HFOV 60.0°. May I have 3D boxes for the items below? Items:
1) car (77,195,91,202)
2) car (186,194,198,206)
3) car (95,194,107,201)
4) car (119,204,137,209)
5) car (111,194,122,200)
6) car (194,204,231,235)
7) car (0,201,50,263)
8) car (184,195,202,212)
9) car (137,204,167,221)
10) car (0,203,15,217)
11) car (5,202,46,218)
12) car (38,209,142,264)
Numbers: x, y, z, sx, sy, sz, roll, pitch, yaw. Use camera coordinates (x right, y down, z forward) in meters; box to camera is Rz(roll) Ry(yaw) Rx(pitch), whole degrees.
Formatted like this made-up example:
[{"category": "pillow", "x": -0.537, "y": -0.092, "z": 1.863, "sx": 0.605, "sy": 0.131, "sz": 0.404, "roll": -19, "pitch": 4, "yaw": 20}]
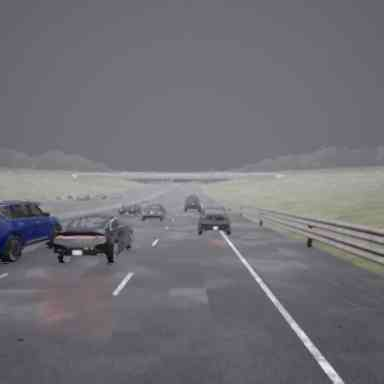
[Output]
[{"category": "car", "x": -24.415, "y": 1.461, "z": 75.038, "sx": 1.882, "sy": 1.535, "sz": 5.008, "roll": 0, "pitch": 1, "yaw": 0}, {"category": "car", "x": 0.071, "y": 1.478, "z": 63.650, "sx": 2.150, "sy": 2.045, "sz": 5.566, "roll": 0, "pitch": 1, "yaw": 0}, {"category": "car", "x": -20.912, "y": 1.261, "z": 76.893, "sx": 2.128, "sy": 1.511, "sz": 4.902, "roll": 0, "pitch": 1, "yaw": 0}, {"category": "car", "x": -6.857, "y": 1.946, "z": 37.366, "sx": 1.895, "sy": 1.301, "sz": 4.718, "roll": 0, "pitch": 0, "yaw": 0}, {"category": "car", "x": -17.413, "y": 1.260, "z": 76.889, "sx": 1.812, "sy": 1.442, "sz": 4.674, "roll": 0, "pitch": 1, "yaw": 0}, {"category": "car", "x": 1.248, "y": 1.684, "z": 20.008, "sx": 1.837, "sy": 1.490, "sz": 4.892, "roll": 0, "pitch": -1, "yaw": 0}, {"category": "car", "x": -6.886, "y": 1.327, "z": 12.486, "sx": 2.150, "sy": 2.045, "sz": 5.566, "roll": 0, "pitch": -1, "yaw": 0}, {"category": "car", "x": 0.108, "y": 1.593, "z": 44.872, "sx": 2.150, "sy": 2.045, "sz": 5.566, "roll": 0, "pitch": 0, "yaw": 1}, {"category": "car", "x": -3.365, "y": 1.832, "z": 30.300, "sx": 2.033, "sy": 1.411, "sz": 5.357, "roll": 0, "pitch": -1, "yaw": 0}, {"category": "car", "x": -21.053, "y": 1.932, "z": 35.457, "sx": 1.895, "sy": 1.301, "sz": 4.718, "roll": 0, "pitch": 0, "yaw": 0}, {"category": "car", "x": -17.552, "y": 1.836, "z": 35.385, "sx": 1.837, "sy": 1.490, "sz": 4.892, "roll": 0, "pitch": 0, "yaw": 0}, {"category": "car", "x": -3.385, "y": 1.595, "z": 12.241, "sx": 2.128, "sy": 1.511, "sz": 4.902, "roll": 0, "pitch": -1, "yaw": 0}]
